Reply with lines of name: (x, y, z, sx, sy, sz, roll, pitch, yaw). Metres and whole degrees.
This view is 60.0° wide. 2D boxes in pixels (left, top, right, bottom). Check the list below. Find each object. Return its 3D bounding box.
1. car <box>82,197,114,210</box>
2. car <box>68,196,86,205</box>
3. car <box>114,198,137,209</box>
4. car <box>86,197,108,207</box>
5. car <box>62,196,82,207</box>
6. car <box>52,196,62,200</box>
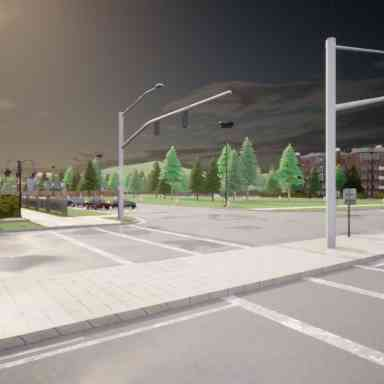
car: (-12.176, 1.601, 42.789, 1.895, 1.301, 4.718, 0, 0, -36)
car: (-21.285, 1.478, 61.356, 1.882, 1.535, 5.008, 0, 0, -36)
car: (-9.390, 1.547, 44.899, 2.033, 1.411, 5.357, 0, 0, -36)
car: (-15.186, 1.505, 52.891, 1.837, 1.490, 4.892, 0, 0, -36)
car: (-17.586, 1.505, 50.232, 1.837, 1.490, 4.892, 0, 0, -36)
car: (-23.423, 1.505, 58.317, 1.837, 1.490, 4.892, 0, 0, -36)
